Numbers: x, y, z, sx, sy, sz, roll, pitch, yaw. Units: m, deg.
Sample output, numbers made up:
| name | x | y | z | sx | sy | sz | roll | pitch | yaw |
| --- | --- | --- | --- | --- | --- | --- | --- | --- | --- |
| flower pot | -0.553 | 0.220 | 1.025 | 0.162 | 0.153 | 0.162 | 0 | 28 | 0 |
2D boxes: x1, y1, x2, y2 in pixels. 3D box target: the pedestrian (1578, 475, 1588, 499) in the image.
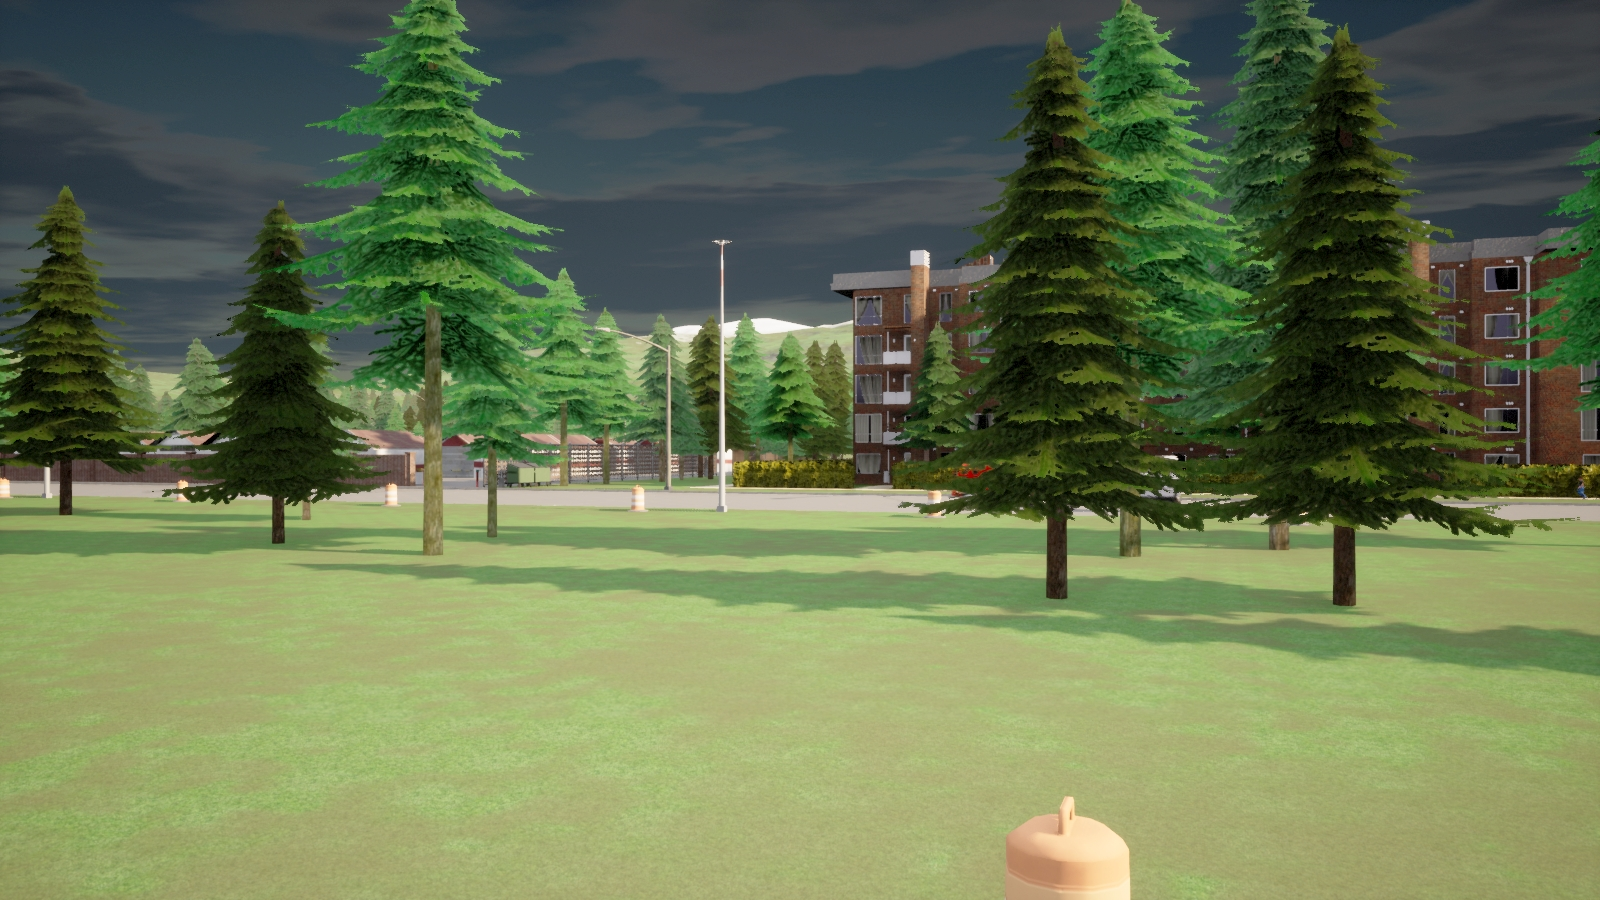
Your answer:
| name | x | y | z | sx | sy | sz | roll | pitch | yaw |
| --- | --- | --- | --- | --- | --- | --- | --- | --- | --- |
| pedestrian | 42.181 | 1.976 | 61.562 | 0.375 | 1.300 | 0.375 | 0 | 0 | 19 |
